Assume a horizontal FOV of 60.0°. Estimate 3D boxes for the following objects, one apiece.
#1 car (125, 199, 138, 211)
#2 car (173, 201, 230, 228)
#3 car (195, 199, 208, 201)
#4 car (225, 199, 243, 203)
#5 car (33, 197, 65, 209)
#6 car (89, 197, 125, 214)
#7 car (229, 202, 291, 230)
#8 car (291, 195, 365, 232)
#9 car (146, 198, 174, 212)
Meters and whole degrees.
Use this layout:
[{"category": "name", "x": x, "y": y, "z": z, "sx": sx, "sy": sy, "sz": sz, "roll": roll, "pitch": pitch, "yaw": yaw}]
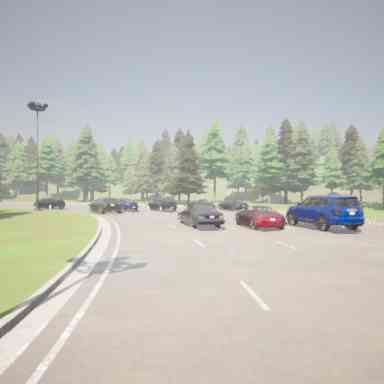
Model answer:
[{"category": "car", "x": -8.003, "y": 1.523, "z": 39.069, "sx": 1.812, "sy": 1.442, "sz": 4.674, "roll": 0, "pitch": 0, "yaw": -40}, {"category": "car", "x": 0.494, "y": 1.545, "z": 22.017, "sx": 2.033, "sy": 1.411, "sz": 5.357, "roll": 0, "pitch": 0, "yaw": -15}, {"category": "car", "x": 1.004, "y": 1.560, "z": 38.912, "sx": 1.994, "sy": 1.385, "sz": 4.181, "roll": 0, "pitch": 0, "yaw": -32}, {"category": "car", "x": 4.875, "y": 1.561, "z": 39.269, "sx": 1.994, "sy": 1.385, "sz": 4.181, "roll": 0, "pitch": 0, "yaw": -30}, {"category": "car", "x": -18.846, "y": 1.501, "z": 43.895, "sx": 4.892, "sy": 1.490, "sz": 1.837, "roll": 0, "pitch": 0, "yaw": 30}, {"category": "car", "x": -9.207, "y": 1.349, "z": 34.953, "sx": 2.097, "sy": 1.767, "sz": 4.553, "roll": 0, "pitch": 0, "yaw": -36}, {"category": "car", "x": 4.203, "y": 1.563, "z": 21.184, "sx": 1.994, "sy": 1.385, "sz": 4.181, "roll": 0, "pitch": 0, "yaw": -13}, {"category": "car", "x": 8.003, "y": 1.221, "z": 20.492, "sx": 2.150, "sy": 2.045, "sz": 5.566, "roll": 0, "pitch": 0, "yaw": -13}, {"category": "car", "x": -3.616, "y": 1.501, "z": 39.044, "sx": 1.837, "sy": 1.490, "sz": 4.892, "roll": 0, "pitch": 0, "yaw": -36}]
